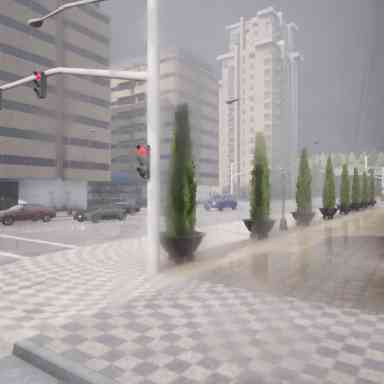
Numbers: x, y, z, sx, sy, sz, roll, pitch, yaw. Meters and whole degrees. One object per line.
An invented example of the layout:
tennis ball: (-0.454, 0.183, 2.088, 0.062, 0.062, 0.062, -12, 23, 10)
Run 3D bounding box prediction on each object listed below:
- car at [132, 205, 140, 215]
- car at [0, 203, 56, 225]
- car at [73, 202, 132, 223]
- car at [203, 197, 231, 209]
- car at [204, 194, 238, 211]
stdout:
car: (-7.248, 1.656, 32.089, 1.895, 1.301, 4.718, 0, 0, 35)
car: (-12.391, 1.581, 24.582, 1.812, 1.442, 4.674, 0, 0, 34)
car: (-7.122, 1.619, 26.100, 1.994, 1.385, 4.181, 0, 0, 35)
car: (3.625, 1.560, 47.820, 1.837, 1.490, 4.892, 0, 0, 35)
car: (3.716, 1.277, 41.812, 2.150, 2.045, 5.566, 0, 0, 35)
